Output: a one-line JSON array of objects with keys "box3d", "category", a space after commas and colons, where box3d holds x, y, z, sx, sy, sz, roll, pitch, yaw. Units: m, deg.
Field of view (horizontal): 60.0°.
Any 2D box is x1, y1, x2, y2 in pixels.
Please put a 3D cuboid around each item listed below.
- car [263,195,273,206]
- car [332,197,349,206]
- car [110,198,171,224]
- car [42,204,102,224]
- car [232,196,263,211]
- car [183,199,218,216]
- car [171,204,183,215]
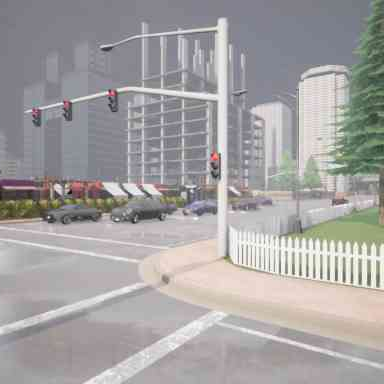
[{"box3d": [11.482, 1.364, 54.204, 2.097, 1.767, 4.553, 0, 0, 34], "category": "car"}, {"box3d": [23.959, 1.478, 53.738, 1.882, 1.535, 5.008, 0, 0, 34], "category": "car"}, {"box3d": [-4.008, 1.352, 25.202, 2.097, 1.767, 4.553, 0, 0, 34], "category": "car"}, {"box3d": [-8.721, 1.564, 24.479, 1.994, 1.385, 4.181, 0, 0, 34], "category": "car"}, {"box3d": [6.564, 1.504, 40.831, 1.837, 1.490, 4.892, 0, 0, 34], "category": "car"}, {"box3d": [0.937, 1.526, 32.500, 1.812, 1.442, 4.674, 0, 0, 34], "category": "car"}, {"box3d": [-3.546, 1.547, 32.139, 2.033, 1.411, 5.357, 0, 0, 34], "category": "car"}]
